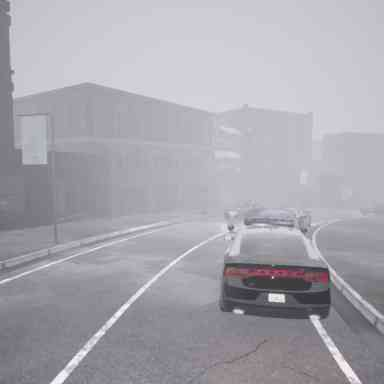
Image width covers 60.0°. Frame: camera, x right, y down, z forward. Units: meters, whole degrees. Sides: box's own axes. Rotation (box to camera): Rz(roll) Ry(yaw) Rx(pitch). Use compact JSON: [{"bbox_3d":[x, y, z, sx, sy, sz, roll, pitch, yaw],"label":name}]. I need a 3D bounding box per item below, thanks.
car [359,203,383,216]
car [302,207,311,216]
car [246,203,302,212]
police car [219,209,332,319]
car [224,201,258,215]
[{"bbox_3d":[22.481,2.105,40.376,5.357,1.411,2.033,2,3,-32],"label":"car"},{"bbox_3d":[6.619,1.612,21.847,1.812,1.442,4.674,2,1,28],"label":"car"},{"bbox_3d":[4.259,1.520,16.678,1.882,1.535,5.008,2,0,21],"label":"car"},{"bbox_3d":[1.745,1.433,7.663,1.930,1.638,5.238,1,0,10],"label":"police car"},{"bbox_3d":[4.145,1.436,25.872,2.128,1.511,4.902,2,1,32],"label":"car"}]
